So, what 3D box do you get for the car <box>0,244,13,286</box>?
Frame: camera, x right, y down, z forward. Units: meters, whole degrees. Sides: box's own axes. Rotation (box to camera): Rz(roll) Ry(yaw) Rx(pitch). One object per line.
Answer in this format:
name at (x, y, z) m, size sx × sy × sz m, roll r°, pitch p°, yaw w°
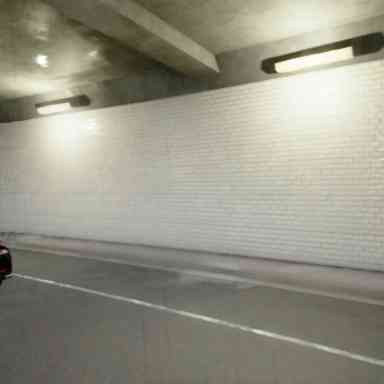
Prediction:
car at (-6.120, 1.449, 7.486) m, size 4.902 × 1.511 × 2.128 m, roll 0°, pitch 0°, yaw 30°
